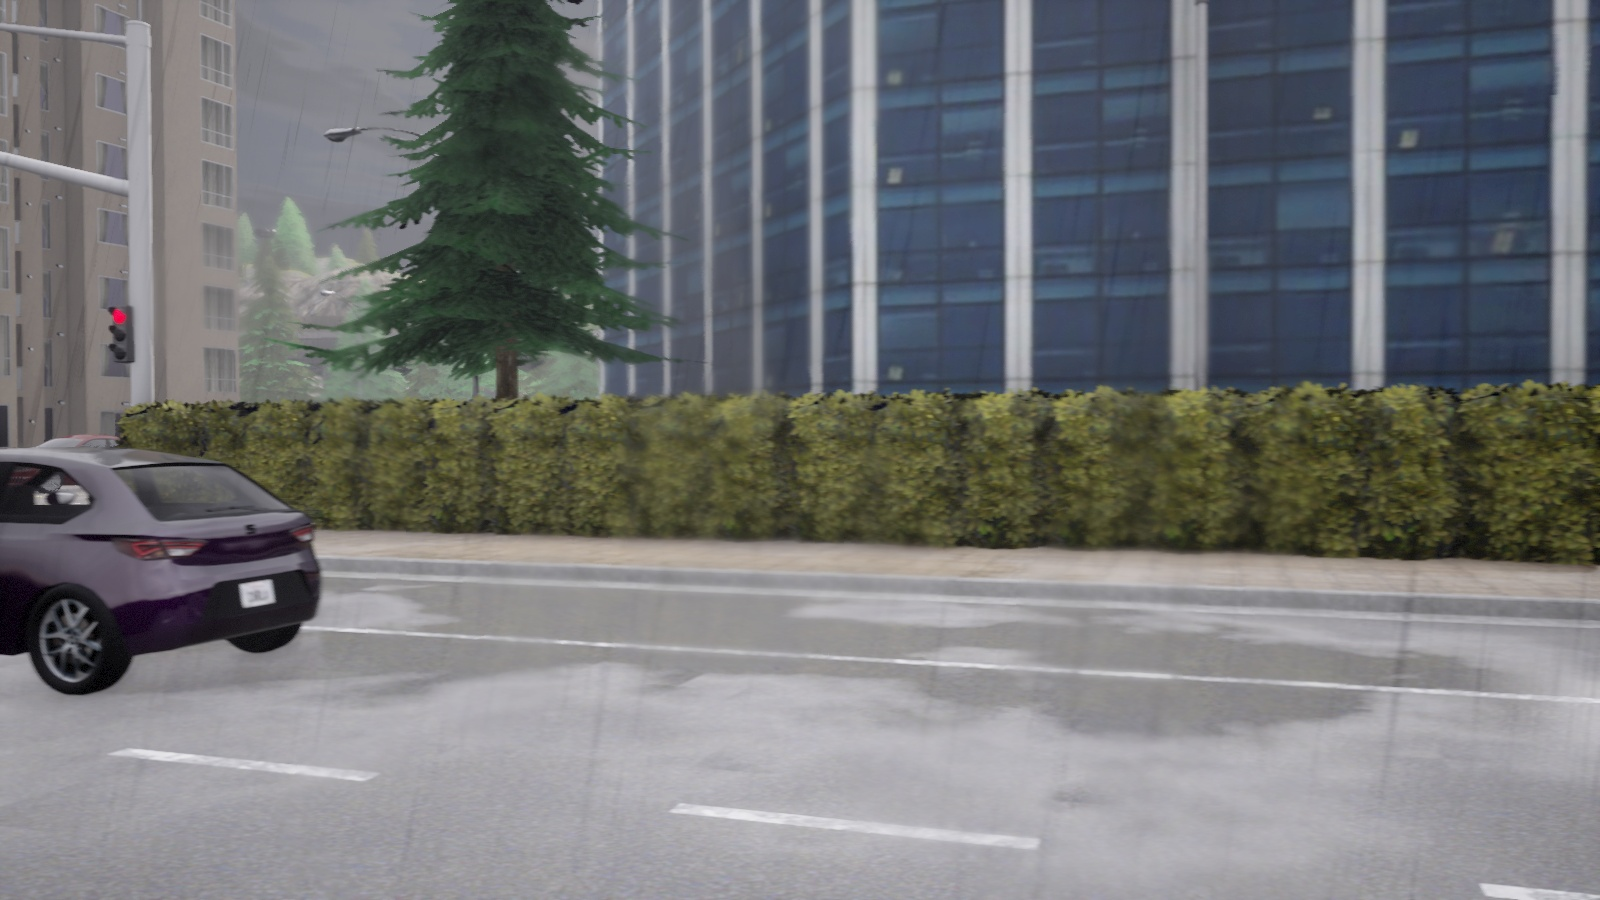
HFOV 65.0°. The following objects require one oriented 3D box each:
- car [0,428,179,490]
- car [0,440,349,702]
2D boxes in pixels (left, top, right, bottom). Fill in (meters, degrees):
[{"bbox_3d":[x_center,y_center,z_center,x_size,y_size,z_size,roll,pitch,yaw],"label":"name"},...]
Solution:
[{"bbox_3d":[-19.593,0.185,34.072,1.882,1.535,5.008,1,1,19],"label":"car"},{"bbox_3d":[-5.484,0.680,8.732,4.193,1.474,1.816,1,1,19],"label":"car"}]
